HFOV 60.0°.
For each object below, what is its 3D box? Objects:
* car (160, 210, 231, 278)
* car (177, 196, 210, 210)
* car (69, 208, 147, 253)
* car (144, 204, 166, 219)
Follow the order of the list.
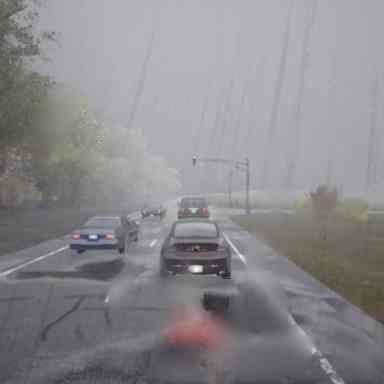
[{"bbox_3d":[0.098,1.550,10.234,1.837,1.490,4.892,0,0,0],"label":"car"},{"bbox_3d":[0.097,1.321,23.679,2.150,2.045,5.566,0,0,0],"label":"car"},{"bbox_3d":[-3.403,1.607,13.956,2.033,1.411,5.357,0,0,0],"label":"car"},{"bbox_3d":[-3.404,1.728,30.495,1.895,1.301,4.718,0,0,0],"label":"car"}]
